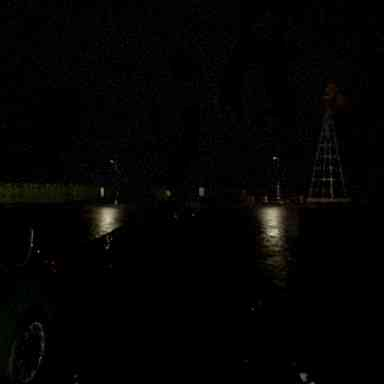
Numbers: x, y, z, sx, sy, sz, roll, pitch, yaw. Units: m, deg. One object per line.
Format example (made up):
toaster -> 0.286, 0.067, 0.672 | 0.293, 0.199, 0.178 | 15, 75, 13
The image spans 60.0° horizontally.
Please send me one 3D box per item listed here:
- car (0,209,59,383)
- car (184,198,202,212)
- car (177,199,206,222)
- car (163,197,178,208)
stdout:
car -> -2.849, 1.219, 2.222 | 2.150, 2.045, 5.566 | 0, 0, 0
car -> 0.108, 1.494, 39.223 | 2.033, 1.411, 5.357 | 0, 0, 0
car -> 0.106, 1.446, 25.878 | 1.882, 1.535, 5.008 | 0, 0, 0
car -> -2.735, 1.339, 43.892 | 1.895, 1.301, 4.718 | 0, 0, 0
